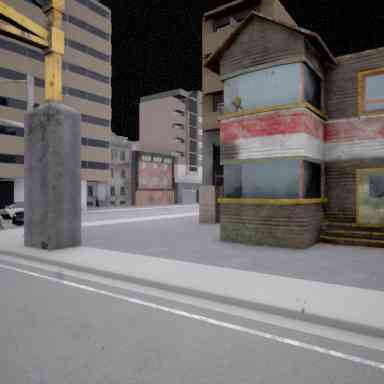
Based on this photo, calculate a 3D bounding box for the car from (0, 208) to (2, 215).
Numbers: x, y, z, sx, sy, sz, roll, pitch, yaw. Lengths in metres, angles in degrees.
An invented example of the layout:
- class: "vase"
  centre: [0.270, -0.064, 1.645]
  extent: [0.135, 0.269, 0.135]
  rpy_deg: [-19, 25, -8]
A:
- class: "car"
  centre: [-13.269, 1.295, 25.708]
  extent: [4.536, 1.218, 1.853]
  rpy_deg: [0, 0, -30]

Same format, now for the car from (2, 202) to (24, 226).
- class: "car"
  centre: [-10.111, 1.453, 23.009]
  extent: [2.038, 1.542, 4.974]
  rpy_deg: [0, 0, 15]
